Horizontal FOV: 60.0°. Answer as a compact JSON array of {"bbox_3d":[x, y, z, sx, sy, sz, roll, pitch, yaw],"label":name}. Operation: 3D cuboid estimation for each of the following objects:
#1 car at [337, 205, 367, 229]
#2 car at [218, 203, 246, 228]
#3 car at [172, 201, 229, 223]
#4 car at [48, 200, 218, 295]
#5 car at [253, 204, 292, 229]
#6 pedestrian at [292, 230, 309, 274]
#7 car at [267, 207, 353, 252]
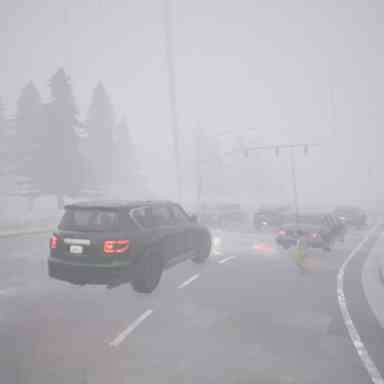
[{"bbox_3d":[10.176,1.563,21.766,1.994,1.385,4.181,0,0,32],"label":"car"},{"bbox_3d":[2.053,1.505,22.453,1.837,1.490,4.892,0,-1,33],"label":"car"},{"bbox_3d":[0.832,1.546,26.969,2.033,1.411,5.357,0,0,33],"label":"car"},{"bbox_3d":[-1.268,1.223,9.114,2.150,2.045,5.566,0,0,23],"label":"car"},{"bbox_3d":[5.378,1.503,20.729,1.837,1.490,4.892,0,0,32],"label":"car"},{"bbox_3d":[3.046,1.573,9.143,0.375,1.300,0.375,0,0,26],"label":"pedestrian"},{"bbox_3d":[5.163,1.546,14.002,2.033,1.411,5.357,0,0,33],"label":"car"}]
